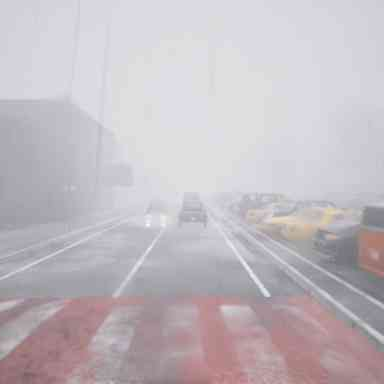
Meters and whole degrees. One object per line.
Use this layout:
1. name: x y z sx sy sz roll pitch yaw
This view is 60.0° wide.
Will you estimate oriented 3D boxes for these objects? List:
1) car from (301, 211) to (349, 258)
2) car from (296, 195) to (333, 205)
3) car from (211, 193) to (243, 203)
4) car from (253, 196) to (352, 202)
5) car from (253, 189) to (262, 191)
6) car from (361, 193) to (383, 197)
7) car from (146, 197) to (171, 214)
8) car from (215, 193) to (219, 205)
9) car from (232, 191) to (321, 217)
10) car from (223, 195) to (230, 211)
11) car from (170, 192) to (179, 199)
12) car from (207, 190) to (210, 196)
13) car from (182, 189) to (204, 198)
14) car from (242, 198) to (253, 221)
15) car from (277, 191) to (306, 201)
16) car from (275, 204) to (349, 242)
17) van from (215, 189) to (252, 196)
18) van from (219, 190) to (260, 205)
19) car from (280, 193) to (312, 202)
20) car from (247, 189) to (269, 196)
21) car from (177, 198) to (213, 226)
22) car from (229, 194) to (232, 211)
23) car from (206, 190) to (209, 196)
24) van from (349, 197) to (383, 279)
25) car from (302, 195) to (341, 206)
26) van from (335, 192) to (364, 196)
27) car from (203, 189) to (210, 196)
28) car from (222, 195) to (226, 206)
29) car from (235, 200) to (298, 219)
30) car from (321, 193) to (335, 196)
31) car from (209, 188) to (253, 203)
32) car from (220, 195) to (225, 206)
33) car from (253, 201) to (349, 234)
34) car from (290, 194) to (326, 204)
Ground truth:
1. car: 6.138 1.447 10.342 4.674 1.452 2.002 0 0 0
2. car: 18.379 1.161 50.186 4.792 1.488 2.163 0 1 0
3. car: 5.785 1.024 55.570 5.008 1.535 2.097 0 1 0
4. car: 6.106 1.261 18.819 4.553 1.767 2.185 0 0 0
5. car: 18.318 0.358 90.188 4.553 1.767 2.185 0 1 -1
6. car: 18.525 1.232 30.400 4.553 1.767 2.185 0 0 0
7. car: -3.459 1.461 33.529 1.895 1.301 4.718 0 0 0
8. car: 5.880 1.290 44.271 4.674 1.452 2.002 0 1 0
9. car: 6.059 1.122 24.470 5.566 2.045 2.435 0 0 0
10. car: 5.960 1.353 32.947 5.008 1.535 2.097 0 0 0
11. car: -3.797 0.704 73.914 1.837 1.490 4.892 0 1 -1
12. car: 5.726 0.894 64.046 4.674 1.452 2.002 0 1 0
13. car: -0.060 1.024 40.108 2.150 2.045 5.566 0 1 0
14. car: 6.238 1.377 21.646 5.366 1.575 1.946 0 0 0
15. car: 18.293 0.783 61.351 4.553 1.767 2.185 0 1 0
16. car: 6.304 1.397 13.169 5.366 1.575 1.946 0 0 0
17. van: 5.972 0.967 47.092 4.442 1.987 1.878 0 1 0
18. van: 6.015 1.074 41.562 4.442 1.987 1.878 0 1 0
19. car: 18.340 0.962 58.655 5.008 1.535 2.097 0 1 0
20. car: 18.348 0.171 92.970 5.566 2.045 2.435 0 1 -1
21. car: 0.050 1.408 22.514 2.128 1.511 4.902 0 0 0
22. car: 6.018 1.234 30.121 4.553 1.767 2.185 0 0 0
23. car: 5.731 0.827 66.872 4.792 1.488 2.163 0 1 0
24. van: 6.279 1.188 7.517 4.442 1.987 1.878 0 0 0
25. car: 18.401 1.218 47.363 4.792 1.488 2.163 0 1 0
26. van: 18.396 1.119 35.923 4.442 1.987 1.878 0 0 0
27. car: 5.283 0.522 90.202 4.674 1.452 2.002 1 1 0
28. car: 5.941 1.386 35.772 4.674 1.452 2.002 0 0 0
29. car: 6.012 1.406 27.296 4.674 1.452 2.002 0 0 0
30. car: 18.467 1.298 41.705 5.008 1.535 2.097 0 1 0
31. car: 5.805 0.885 49.915 5.566 2.045 2.435 0 1 0
32. car: 5.924 1.375 38.607 4.674 1.452 2.002 0 0 0
33. car: 5.911 1.390 15.992 5.366 1.575 1.946 0 0 0
34. car: 18.395 1.079 52.884 4.892 1.521 2.231 0 1 0
